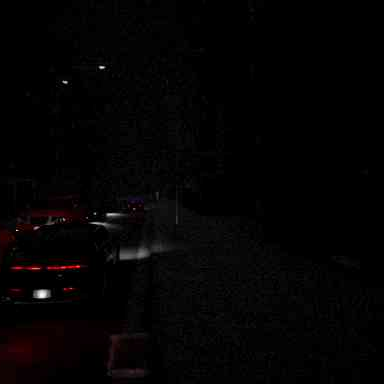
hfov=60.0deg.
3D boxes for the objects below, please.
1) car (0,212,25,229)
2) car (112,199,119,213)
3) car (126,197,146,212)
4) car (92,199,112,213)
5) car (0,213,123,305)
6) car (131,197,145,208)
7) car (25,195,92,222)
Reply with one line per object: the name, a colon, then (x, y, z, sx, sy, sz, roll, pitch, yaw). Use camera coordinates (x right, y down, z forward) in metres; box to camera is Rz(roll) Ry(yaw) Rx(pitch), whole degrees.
car: (-5.584, 1.323, 7.124, 2.097, 1.767, 4.553, 0, 0, -8)
car: (-9.226, 1.485, 36.883, 2.033, 1.411, 5.357, 0, 0, -7)
car: (-6.554, 1.554, 38.542, 1.895, 1.301, 4.718, 0, 0, -6)
car: (-8.033, 1.496, 26.854, 2.033, 1.411, 5.357, 0, 0, -7)
car: (-2.861, 1.491, 8.093, 1.837, 1.490, 4.892, 0, 0, -7)
car: (-7.841, 1.475, 48.648, 1.812, 1.442, 4.674, 0, 0, -7)
car: (-6.786, 1.182, 16.678, 2.150, 2.045, 5.566, 0, 0, -7)
